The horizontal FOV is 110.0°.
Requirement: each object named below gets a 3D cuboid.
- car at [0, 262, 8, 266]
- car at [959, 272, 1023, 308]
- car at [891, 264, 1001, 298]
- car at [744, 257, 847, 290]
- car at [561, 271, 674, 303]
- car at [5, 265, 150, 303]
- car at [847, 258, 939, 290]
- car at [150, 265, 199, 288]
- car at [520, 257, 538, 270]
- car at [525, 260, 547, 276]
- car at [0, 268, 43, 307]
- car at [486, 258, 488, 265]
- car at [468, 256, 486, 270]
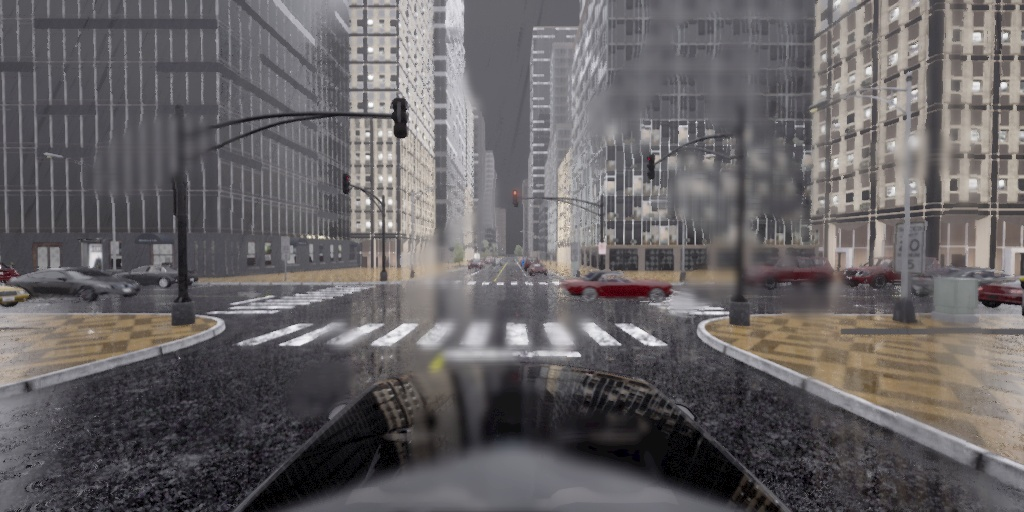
[{"bbox_3d":[-32.556,1.062,21.484,4.097,1.591,1.967,0,0,0],"label":"car"},{"bbox_3d":[20.185,1.409,13.513,4.207,1.307,1.802,0,0,0],"label":"car"},{"bbox_3d":[20.835,1.277,16.196,4.902,1.511,2.128,0,1,0],"label":"car"},{"bbox_3d":[16.570,1.009,21.645,5.009,1.841,2.192,0,0,0],"label":"car"},{"bbox_3d":[4.670,1.345,16.180,4.718,1.301,1.895,1,0,0],"label":"car"},{"bbox_3d":[-19.660,1.263,16.126,4.674,1.442,1.812,0,1,0],"label":"car"},{"bbox_3d":[22.901,1.017,21.657,5.009,1.841,2.192,0,0,0],"label":"car"},{"bbox_3d":[-21.441,1.189,21.575,4.403,1.370,2.007,0,0,0],"label":"car"},{"bbox_3d":[2.573,1.012,46.835,2.192,1.841,5.009,0,0,0],"label":"car"},{"bbox_3d":[2.547,1.293,35.785,1.802,1.307,4.207,0,0,0],"label":"car"},{"bbox_3d":[-21.256,1.292,13.437,4.829,1.417,1.751,0,0,0],"label":"car"},{"bbox_3d":[-5.290,1.264,57.863,1.802,1.307,4.207,0,0,0],"label":"car"},{"bbox_3d":[-5.293,1.130,52.338,1.967,1.591,4.097,0,0,0],"label":"car"}]
